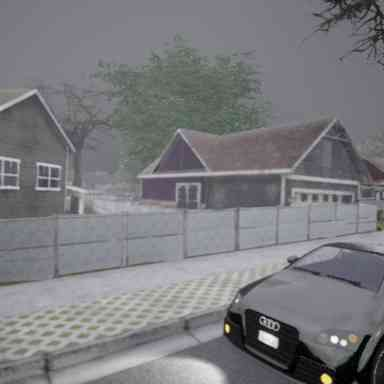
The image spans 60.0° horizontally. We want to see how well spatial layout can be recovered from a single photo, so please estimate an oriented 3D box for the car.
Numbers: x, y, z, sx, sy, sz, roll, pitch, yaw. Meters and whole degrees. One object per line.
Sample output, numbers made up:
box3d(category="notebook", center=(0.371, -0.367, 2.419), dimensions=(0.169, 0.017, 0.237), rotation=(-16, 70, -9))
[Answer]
box3d(category="car", center=(2.486, 1.504, 4.993), dimensions=(4.181, 1.385, 1.994), rotation=(0, 1, -36))
